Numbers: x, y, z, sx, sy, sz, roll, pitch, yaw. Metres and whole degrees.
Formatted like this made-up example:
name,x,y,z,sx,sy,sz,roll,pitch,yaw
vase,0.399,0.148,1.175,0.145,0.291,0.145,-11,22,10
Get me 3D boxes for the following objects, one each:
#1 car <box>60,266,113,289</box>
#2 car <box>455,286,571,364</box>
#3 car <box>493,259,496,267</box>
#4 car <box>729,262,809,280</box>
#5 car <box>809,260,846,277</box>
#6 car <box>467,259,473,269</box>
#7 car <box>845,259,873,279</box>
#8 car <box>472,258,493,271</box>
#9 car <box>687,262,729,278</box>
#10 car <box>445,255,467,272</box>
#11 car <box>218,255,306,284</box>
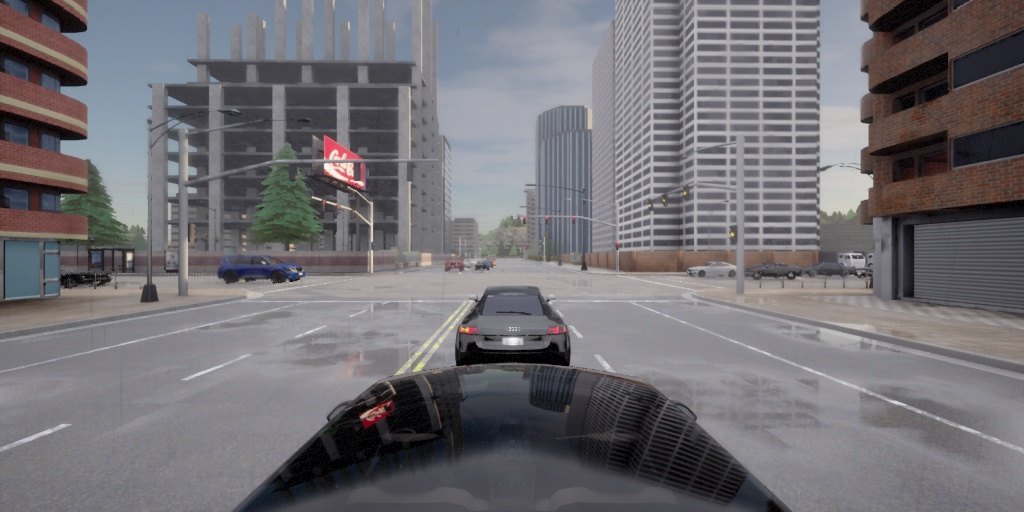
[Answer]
name,x,y,z,sx,sy,sz,roll,pitch,yaw
car,-28.450,1.351,22.657,4.718,1.301,1.895,0,0,-1
car,0.011,1.314,7.655,1.994,1.385,4.181,0,0,0
car,-4.122,1.314,59.963,1.994,1.385,4.181,0,0,0
car,21.854,1.241,30.601,4.902,1.511,2.128,0,0,-1
car,29.671,1.297,34.210,5.357,1.411,2.033,0,0,-1
car,-7.605,1.275,57.265,1.812,1.442,4.674,0,0,0
car,32.227,1.241,30.739,4.902,1.511,2.128,0,0,-1
car,-4.048,1.351,50.038,1.895,1.301,4.718,0,0,-1
car,19.089,1.276,34.042,4.674,1.442,1.812,0,0,-1
car,-7.558,0.971,47.587,2.150,2.045,5.566,0,0,-4
car,-18.300,0.972,26.308,5.566,2.045,2.150,0,0,-1
